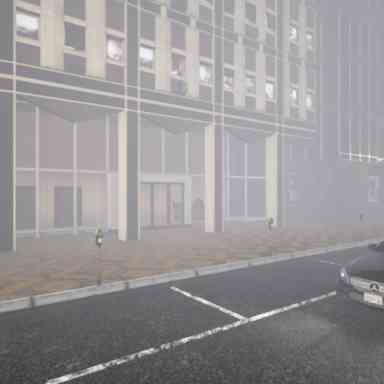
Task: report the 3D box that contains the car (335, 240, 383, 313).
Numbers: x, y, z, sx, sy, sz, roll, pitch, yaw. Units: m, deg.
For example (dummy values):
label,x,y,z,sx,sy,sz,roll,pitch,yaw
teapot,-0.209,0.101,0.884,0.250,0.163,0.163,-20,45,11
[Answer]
label,x,y,z,sx,sy,sz,roll,pitch,yaw
car,4.918,1.523,6.906,4.674,1.442,1.812,0,0,-36
